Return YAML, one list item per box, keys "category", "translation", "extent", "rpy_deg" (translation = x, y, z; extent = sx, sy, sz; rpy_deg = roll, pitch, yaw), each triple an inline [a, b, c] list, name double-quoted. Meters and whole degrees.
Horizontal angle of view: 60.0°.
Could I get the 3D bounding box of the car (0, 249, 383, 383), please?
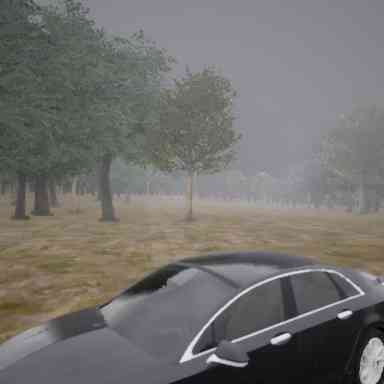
- category: "car"
  translation: [0.355, 1.504, 3.695]
  extent: [4.892, 1.490, 1.837]
  rpy_deg: [0, 0, -33]
